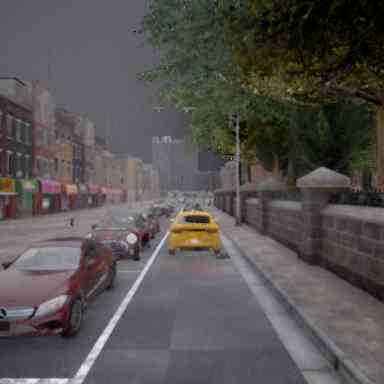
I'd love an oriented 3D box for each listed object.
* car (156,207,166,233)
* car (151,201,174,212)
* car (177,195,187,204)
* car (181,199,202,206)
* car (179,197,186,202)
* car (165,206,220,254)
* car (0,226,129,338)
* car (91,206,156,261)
[{"bbox_3d":[-2.641,1.683,18.021,1.802,1.307,4.206,0,0,0],"label":"car"},{"bbox_3d":[-3.027,1.705,32.069,1.812,1.442,4.674,0,0,0],"label":"car"},{"bbox_3d":[-2.646,1.981,78.836,1.752,1.417,4.829,0,0,0],"label":"car"},{"bbox_3d":[0.094,1.754,33.943,1.994,1.385,4.181,0,0,0],"label":"car"},{"bbox_3d":[-2.648,2.083,95.192,1.752,1.417,4.829,0,0,0],"label":"car"},{"bbox_3d":[0.092,1.555,13.926,1.882,1.535,5.008,0,0,0],"label":"car"},{"bbox_3d":[-2.640,1.620,6.670,1.802,1.307,4.206,0,0,0],"label":"car"},{"bbox_3d":[-2.641,1.509,12.346,1.967,1.590,4.097,0,0,0],"label":"car"}]
